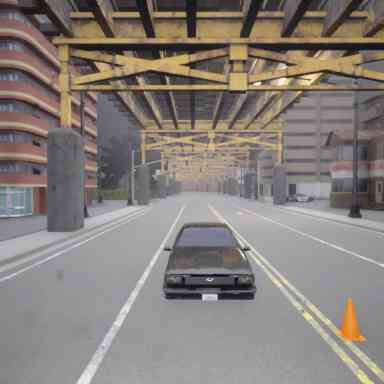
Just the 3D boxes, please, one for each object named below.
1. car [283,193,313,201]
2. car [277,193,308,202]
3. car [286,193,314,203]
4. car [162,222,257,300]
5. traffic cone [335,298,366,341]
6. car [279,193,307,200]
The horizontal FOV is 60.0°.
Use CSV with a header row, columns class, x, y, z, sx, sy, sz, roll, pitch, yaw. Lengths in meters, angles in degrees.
class,x,y,z,sx,sy,sz,roll,pitch,yaw
car,17.515,0.847,54.894,4.536,1.218,1.853,0,1,-20
car,17.814,0.957,59.035,4.974,1.542,2.038,0,1,25
car,17.466,1.005,54.878,4.974,1.542,2.038,0,1,-20
car,0.362,1.533,8.764,2.033,1.411,5.357,0,0,1
traffic cone,2.454,1.949,5.157,0.340,0.580,0.340,0,0,0
car,17.861,0.800,59.011,4.536,1.218,1.853,0,1,25
